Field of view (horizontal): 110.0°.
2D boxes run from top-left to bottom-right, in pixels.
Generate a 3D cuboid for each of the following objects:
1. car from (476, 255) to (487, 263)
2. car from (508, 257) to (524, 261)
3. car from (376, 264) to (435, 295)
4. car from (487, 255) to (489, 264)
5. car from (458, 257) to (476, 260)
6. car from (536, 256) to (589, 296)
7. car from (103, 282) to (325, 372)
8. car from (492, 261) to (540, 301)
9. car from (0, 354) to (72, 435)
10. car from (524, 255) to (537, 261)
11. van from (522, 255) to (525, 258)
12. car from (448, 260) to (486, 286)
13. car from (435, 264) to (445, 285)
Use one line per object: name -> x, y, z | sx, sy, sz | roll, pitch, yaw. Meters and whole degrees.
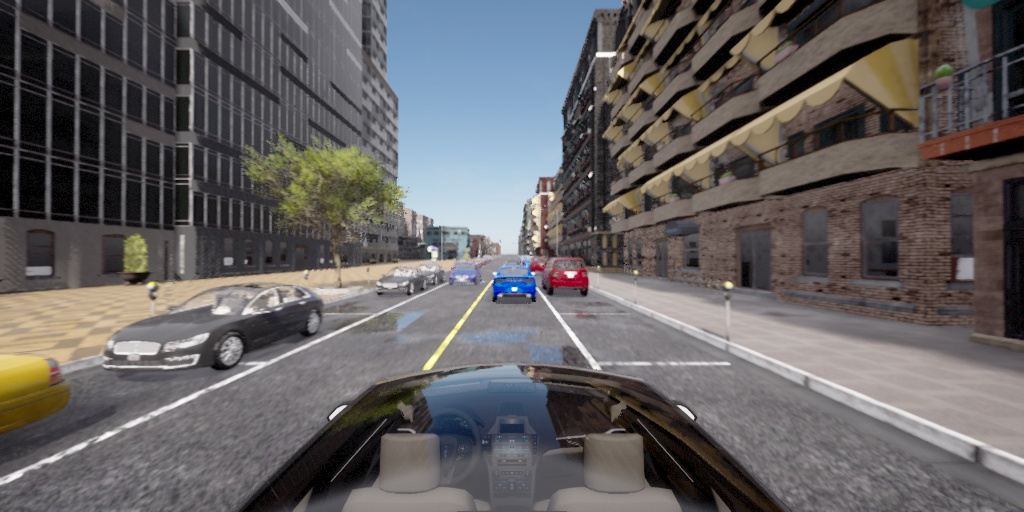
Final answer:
car -> -5.669, 0.940, 58.390 | 1.967, 1.591, 4.097 | 0, 0, 0
car -> 0.094, 1.132, 36.464 | 1.812, 1.442, 4.674 | 0, 0, 0
car -> -5.692, 1.234, 18.868 | 2.007, 1.370, 4.403 | 0, 0, 0
car -> -5.664, 0.911, 64.036 | 1.967, 1.591, 4.097 | 0, 0, 0
car -> -5.697, 1.022, 41.452 | 1.967, 1.591, 4.097 | 0, 0, 0
car -> 2.689, 0.998, 18.898 | 2.192, 1.841, 5.009 | 0, 0, 0
car -> -5.691, 1.278, 7.576 | 2.007, 1.370, 4.403 | 0, 0, 0
car -> 0.097, 1.169, 16.867 | 1.882, 1.535, 5.008 | 0, 0, 0
car -> -5.690, 1.274, 1.759 | 1.751, 1.417, 4.829 | 0, 0, 0
car -> 2.687, 0.924, 35.837 | 2.192, 1.841, 5.009 | 0, 0, 0
van -> 2.686, 0.870, 52.776 | 1.690, 1.789, 3.998 | 0, 0, 0
car -> -3.079, 1.185, 24.404 | 1.812, 1.442, 4.674 | 0, 0, 0
car -> -5.692, 1.210, 24.515 | 2.007, 1.370, 4.403 | 0, 0, 0
